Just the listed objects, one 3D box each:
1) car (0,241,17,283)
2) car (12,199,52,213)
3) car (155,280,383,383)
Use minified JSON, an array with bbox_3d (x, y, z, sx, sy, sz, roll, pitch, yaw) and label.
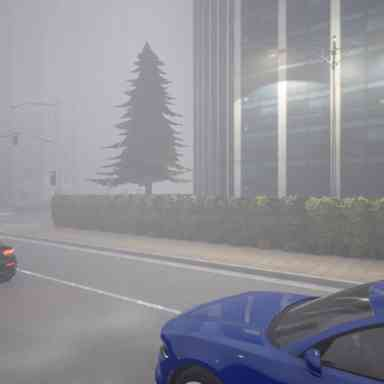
[{"bbox_3d":[-6.203,1.526,8.376,4.674,1.442,1.812,0,0,36],"label":"car"},{"bbox_3d":[-17.212,1.547,37.467,2.033,1.411,5.357,0,0,36],"label":"car"},{"bbox_3d":[1.923,1.478,2.622,5.008,1.535,1.882,0,0,36],"label":"car"}]
